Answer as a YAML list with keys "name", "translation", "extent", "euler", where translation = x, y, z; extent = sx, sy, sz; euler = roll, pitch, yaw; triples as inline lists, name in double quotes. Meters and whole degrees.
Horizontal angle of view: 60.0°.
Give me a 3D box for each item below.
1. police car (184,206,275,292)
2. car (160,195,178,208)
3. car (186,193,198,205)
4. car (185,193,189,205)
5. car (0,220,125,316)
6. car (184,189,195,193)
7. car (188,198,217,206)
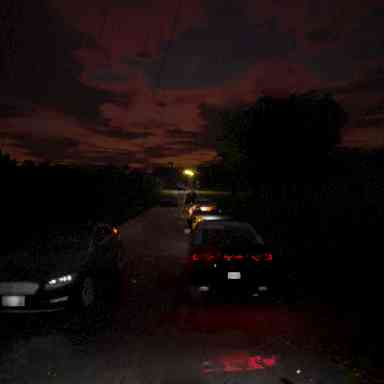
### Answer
- name: "police car"
  translation: [0.816, 1.402, 9.040]
  extent: [1.930, 1.638, 5.238]
  euler: [0, 0, 0]
- name: "car"
  translation: [-2.789, 1.134, 40.979]
  extent: [1.882, 1.535, 5.008]
  euler: [0, 1, 0]
- name: "car"
  translation: [0.801, 1.211, 24.901]
  extent: [2.097, 1.767, 4.553]
  euler: [0, 1, 0]
- name: "car"
  translation: [-0.003, 1.150, 46.640]
  extent: [1.895, 1.301, 4.718]
  euler: [0, 1, 1]
- name: "car"
  translation: [-2.858, 1.475, 7.780]
  extent: [2.128, 1.511, 4.902]
  euler: [0, 0, 0]
- name: "car"
  translation: [-0.061, 0.574, 65.745]
  extent: [2.033, 1.411, 5.357]
  euler: [0, 2, 0]
- name: "car"
  translation: [0.807, 1.368, 19.120]
  extent: [1.801, 1.575, 5.366]
  euler: [0, 1, 0]
